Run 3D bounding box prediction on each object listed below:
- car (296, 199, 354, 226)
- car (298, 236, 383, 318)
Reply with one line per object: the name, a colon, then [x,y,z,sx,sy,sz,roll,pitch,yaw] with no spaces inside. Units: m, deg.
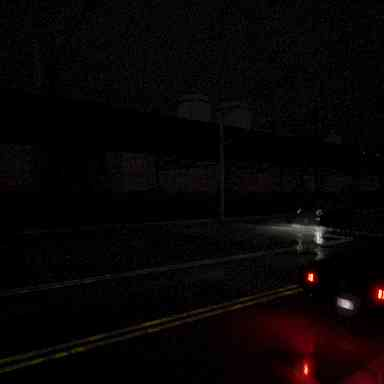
car: [9.449,1.349,23.568,4.553,1.767,2.097,0,0,-35]
car: [4.411,1.600,6.894,4.718,1.301,1.895,0,0,-35]
